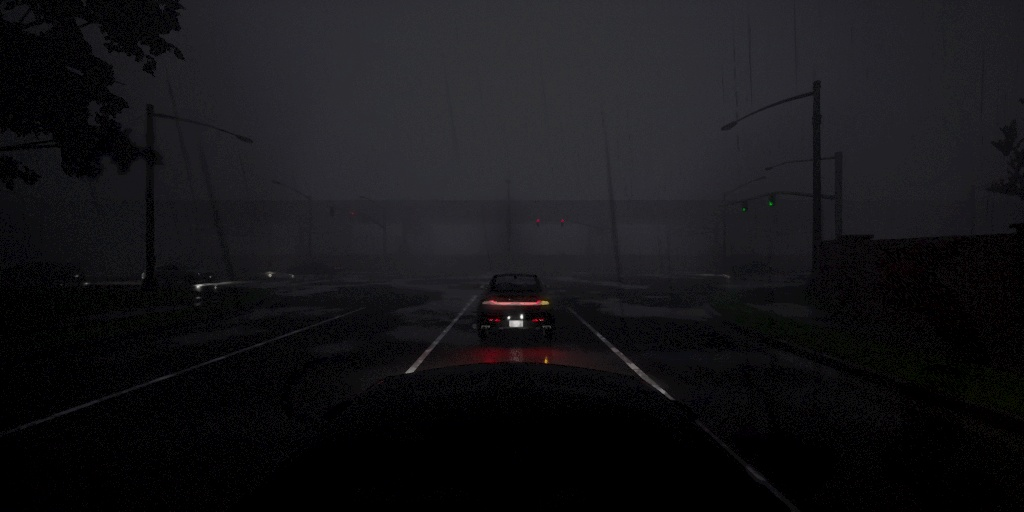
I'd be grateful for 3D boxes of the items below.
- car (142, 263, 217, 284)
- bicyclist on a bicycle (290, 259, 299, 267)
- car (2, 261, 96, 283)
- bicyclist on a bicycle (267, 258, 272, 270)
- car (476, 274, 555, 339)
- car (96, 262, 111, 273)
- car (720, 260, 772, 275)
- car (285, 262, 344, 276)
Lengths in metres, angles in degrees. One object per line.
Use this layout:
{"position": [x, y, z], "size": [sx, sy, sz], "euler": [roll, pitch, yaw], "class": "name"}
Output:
{"position": [-24.686, 1.274, 26.639], "size": [4.674, 1.442, 1.812], "euler": [0, 0, 2], "class": "car"}
{"position": [-27.055, 1.199, 44.677], "size": [0.582, 1.620, 1.656], "euler": [0, 0, 14], "class": "bicyclist on a bicycle"}
{"position": [-35.070, 1.239, 26.960], "size": [4.902, 1.511, 2.128], "euler": [0, 0, 2], "class": "car"}
{"position": [-31.608, 1.047, 46.765], "size": [0.582, 1.620, 1.656], "euler": [0, 0, -33], "class": "bicyclist on a bicycle"}
{"position": [0.094, 1.242, 10.117], "size": [2.128, 1.511, 4.902], "euler": [0, 0, 0], "class": "car"}
{"position": [-49.669, 1.294, 41.404], "size": [5.357, 1.411, 2.033], "euler": [0, 0, 2], "class": "car"}
{"position": [23.495, 1.137, 36.052], "size": [4.674, 1.442, 1.812], "euler": [-1, 0, 2], "class": "car"}
{"position": [-20.428, 1.294, 37.220], "size": [5.357, 1.411, 2.033], "euler": [0, 0, 1], "class": "car"}
